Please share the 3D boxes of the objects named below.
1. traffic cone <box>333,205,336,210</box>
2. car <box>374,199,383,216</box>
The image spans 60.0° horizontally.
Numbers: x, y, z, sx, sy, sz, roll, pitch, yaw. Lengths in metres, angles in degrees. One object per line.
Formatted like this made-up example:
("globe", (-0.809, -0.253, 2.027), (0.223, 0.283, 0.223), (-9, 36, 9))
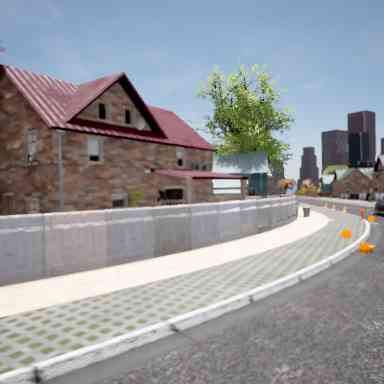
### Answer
("traffic cone", (15.824, 1.659, 36.989), (0.340, 0.580, 0.340), (-1, 0, 12))
("car", (15.321, 1.174, 25.110), (2.033, 1.411, 5.357), (-1, 0, 15))
